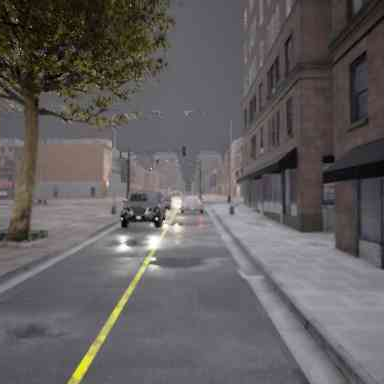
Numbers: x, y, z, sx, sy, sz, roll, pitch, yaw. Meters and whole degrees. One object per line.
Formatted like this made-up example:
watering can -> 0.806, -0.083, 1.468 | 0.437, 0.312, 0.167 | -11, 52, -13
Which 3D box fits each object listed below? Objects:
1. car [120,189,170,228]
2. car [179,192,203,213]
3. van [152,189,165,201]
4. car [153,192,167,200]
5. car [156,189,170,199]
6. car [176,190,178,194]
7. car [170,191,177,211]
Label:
car -> -2.781, 0.916, 20.090 | 2.150, 2.045, 5.566 | 0, 1, 0
car -> 0.003, 0.994, 28.657 | 1.812, 1.442, 4.674 | 0, 2, 0
van -> -5.479, 0.457, 55.129 | 1.690, 1.788, 3.998 | 2, 0, 0
car -> -5.499, 0.647, 58.451 | 2.008, 1.369, 4.403 | 2, 0, 0
car -> -5.513, 0.383, 63.435 | 2.192, 1.841, 5.009 | 2, 0, 0
car -> -5.655, 0.502, 95.178 | 1.887, 1.381, 4.507 | 1, 0, 0
car -> -2.800, 0.927, 31.356 | 2.033, 1.411, 5.357 | 0, 2, 0
